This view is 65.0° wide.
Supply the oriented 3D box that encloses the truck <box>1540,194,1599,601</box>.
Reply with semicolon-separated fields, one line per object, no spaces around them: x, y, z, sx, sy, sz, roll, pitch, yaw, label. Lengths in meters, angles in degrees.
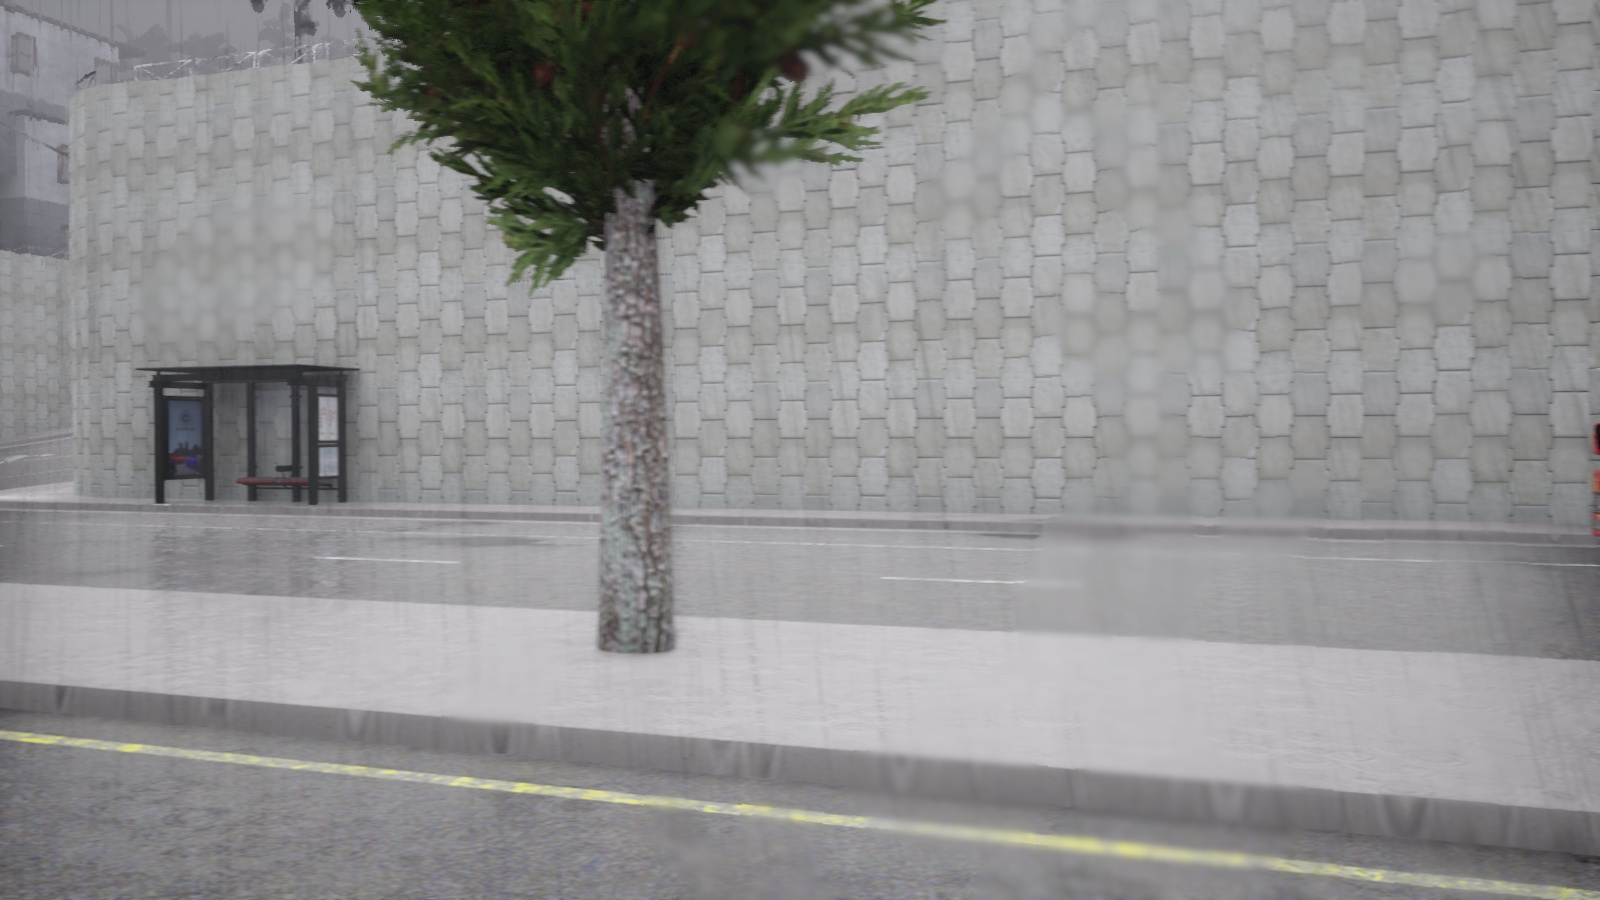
11.823;-0.476;11.288;8.468;3.827;2.891;1;1;19;truck
